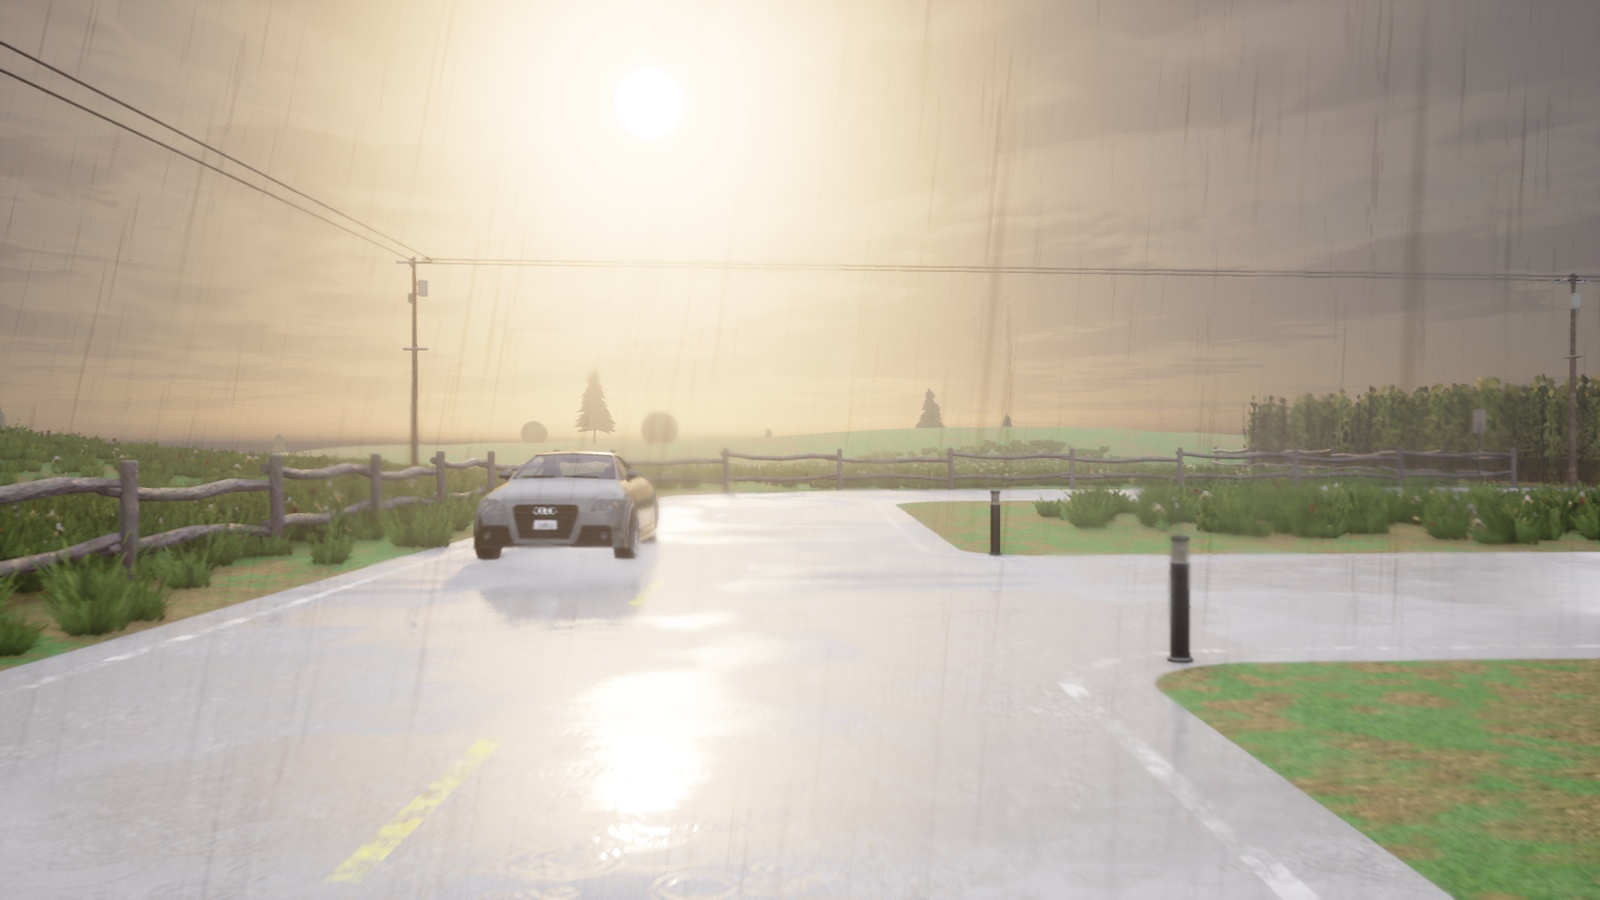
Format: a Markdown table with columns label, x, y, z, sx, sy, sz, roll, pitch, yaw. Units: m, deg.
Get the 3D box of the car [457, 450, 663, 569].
| label | x | y | z | sx | sy | sz | roll | pitch | yaw |
| --- | --- | --- | --- | --- | --- | --- | --- | --- | --- |
| car | -3.089 | 0.712 | 17.073 | 1.994 | 1.385 | 4.181 | 0 | 0 | 0 |
